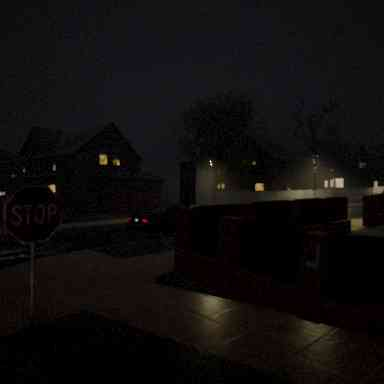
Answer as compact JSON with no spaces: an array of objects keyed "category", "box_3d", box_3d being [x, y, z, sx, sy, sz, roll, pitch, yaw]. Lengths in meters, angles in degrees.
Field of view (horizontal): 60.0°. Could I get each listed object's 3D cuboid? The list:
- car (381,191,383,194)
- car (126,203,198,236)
[{"category":"car","box_3d":[22.089,0.397,36.056,4.553,1.767,2.097,-2,2,-41]},{"category":"car","box_3d":[-0.540,1.228,16.232,5.357,1.411,2.033,-2,2,-41]}]
